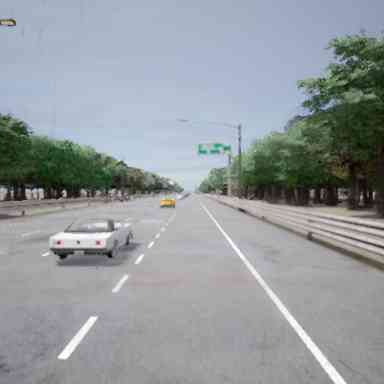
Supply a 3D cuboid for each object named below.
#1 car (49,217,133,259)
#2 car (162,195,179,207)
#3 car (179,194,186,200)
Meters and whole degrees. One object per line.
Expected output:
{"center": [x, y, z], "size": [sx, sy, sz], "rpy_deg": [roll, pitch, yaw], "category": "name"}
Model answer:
{"center": [-3.503, 1.602, 12.561], "size": [1.895, 1.301, 4.718], "rpy_deg": [0, 0, 0], "category": "car"}
{"center": [-3.411, 1.467, 49.454], "size": [1.882, 1.535, 5.008], "rpy_deg": [0, 0, 0], "category": "car"}
{"center": [-3.241, 1.477, 88.659], "size": [1.812, 1.442, 4.674], "rpy_deg": [0, 0, 0], "category": "car"}
